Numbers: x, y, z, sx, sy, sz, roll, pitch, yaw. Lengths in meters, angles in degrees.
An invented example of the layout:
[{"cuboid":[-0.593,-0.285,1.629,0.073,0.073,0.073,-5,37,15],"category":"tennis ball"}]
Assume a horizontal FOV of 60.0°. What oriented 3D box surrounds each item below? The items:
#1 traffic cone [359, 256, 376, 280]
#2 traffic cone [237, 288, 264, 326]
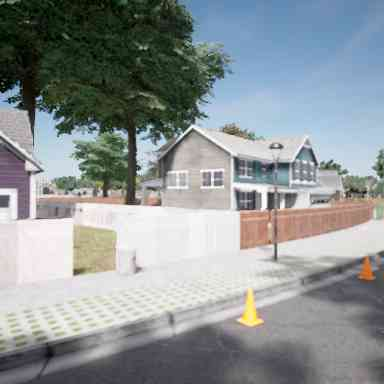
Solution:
[{"cuboid":[4.740,2.028,9.015,0.340,0.580,0.340,1,0,-42],"category":"traffic cone"},{"cuboid":[1.030,1.989,5.871,0.340,0.580,0.340,1,0,-39],"category":"traffic cone"}]
